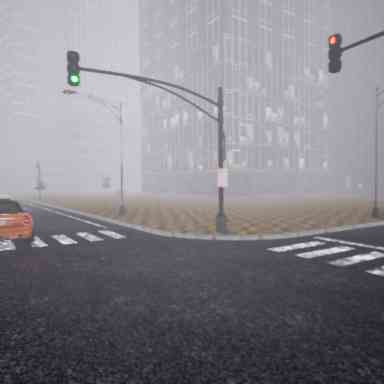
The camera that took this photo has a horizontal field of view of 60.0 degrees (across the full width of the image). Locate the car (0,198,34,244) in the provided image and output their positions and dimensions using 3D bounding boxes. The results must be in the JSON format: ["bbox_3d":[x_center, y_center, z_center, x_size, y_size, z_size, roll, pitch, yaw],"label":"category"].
[{"bbox_3d":[-7.864,1.069,13.502,2.097,1.767,4.553,-2,2,-34],"label":"car"}]
